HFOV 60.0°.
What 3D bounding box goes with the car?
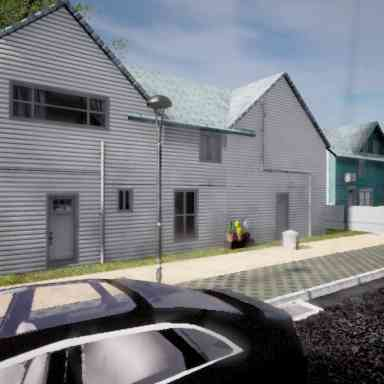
[{"bbox_3d":[-1.262,1.491,2.170,4.902,1.511,2.128,0,0,-35],"label":"car"}]
